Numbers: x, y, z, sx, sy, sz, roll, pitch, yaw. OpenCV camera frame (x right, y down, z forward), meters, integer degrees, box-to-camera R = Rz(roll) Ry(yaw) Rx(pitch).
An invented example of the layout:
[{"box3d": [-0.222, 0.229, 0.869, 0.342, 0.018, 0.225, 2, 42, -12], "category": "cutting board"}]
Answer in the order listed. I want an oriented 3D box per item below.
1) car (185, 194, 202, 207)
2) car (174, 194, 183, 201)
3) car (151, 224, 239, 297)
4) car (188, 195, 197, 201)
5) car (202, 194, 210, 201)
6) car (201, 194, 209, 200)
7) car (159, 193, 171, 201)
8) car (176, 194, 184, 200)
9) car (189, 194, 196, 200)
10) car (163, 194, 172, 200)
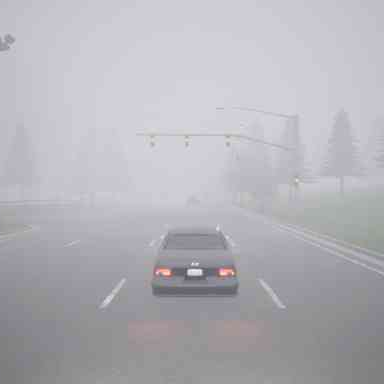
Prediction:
[{"box3d": [0.053, 1.351, 52.765, 2.097, 1.767, 4.553, 0, 0, 0], "category": "car"}, {"box3d": [-3.413, 1.516, 83.829, 1.812, 1.442, 4.674, 0, 0, 0], "category": "car"}, {"box3d": [0.075, 1.547, 8.726, 2.033, 1.411, 5.357, 0, 0, 0], "category": "car"}, {"box3d": [0.087, 1.531, 83.408, 2.033, 1.411, 5.357, 0, 0, 0], "category": "car"}, {"box3d": [3.587, 1.491, 83.405, 1.837, 1.490, 4.892, 0, 0, 0], "category": "car"}, {"box3d": [3.598, 1.310, 93.825, 1.882, 1.535, 5.008, 0, 0, 0], "category": "car"}, {"box3d": [-6.913, 1.216, 83.446, 2.150, 2.045, 5.566, 0, 0, 0], "category": "car"}, {"box3d": [-3.402, 1.357, 93.832, 2.128, 1.511, 4.902, 0, 0, 0], "category": "car"}, {"box3d": [0.098, 1.310, 93.828, 1.882, 1.535, 5.008, 0, 0, 0], "category": "car"}, {"box3d": [-6.902, 1.384, 93.836, 1.994, 1.385, 4.181, 0, 0, 0], "category": "car"}]
